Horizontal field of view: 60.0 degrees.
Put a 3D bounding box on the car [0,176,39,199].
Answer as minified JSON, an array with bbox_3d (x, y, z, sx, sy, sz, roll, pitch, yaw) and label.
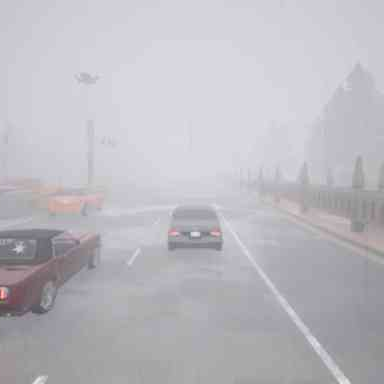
[{"bbox_3d":[-17.455,-0.554,32.582,2.150,2.045,5.566,0,4,1],"label":"car"}]

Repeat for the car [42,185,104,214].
[{"bbox_3d":[-6.886,0.420,20.252,2.097,1.767,4.553,0,4,0],"label":"car"}]

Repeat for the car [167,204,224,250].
[{"bbox_3d":[0.099,1.140,12.275,2.033,1.411,5.357,0,3,0],"label":"car"}]

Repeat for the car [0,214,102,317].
[{"bbox_3d":[-3.401,1.433,7.140,1.895,1.301,4.718,0,2,0],"label":"car"}]

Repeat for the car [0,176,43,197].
[{"bbox_3d":[-14.032,-0.173,26.994,2.150,2.045,5.566,0,4,1],"label":"car"}]
